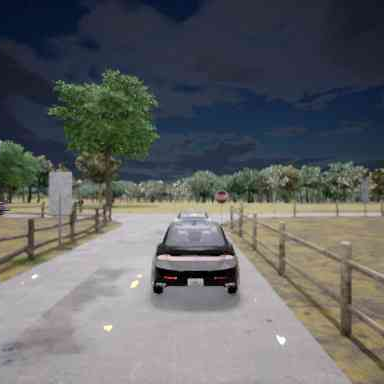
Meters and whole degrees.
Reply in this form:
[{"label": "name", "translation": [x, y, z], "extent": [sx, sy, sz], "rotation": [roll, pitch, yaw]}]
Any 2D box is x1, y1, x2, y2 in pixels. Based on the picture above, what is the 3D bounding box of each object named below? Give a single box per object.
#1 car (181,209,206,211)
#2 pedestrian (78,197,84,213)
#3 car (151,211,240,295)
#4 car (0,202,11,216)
[{"label": "car", "translation": [0.084, 1.596, 18.265], "extent": [1.895, 1.301, 4.718], "rotation": [0, 0, 1]}, {"label": "pedestrian", "translation": [-12.218, 1.410, 36.537], "extent": [0.375, 1.860, 0.375], "rotation": [0, -1, 0]}, {"label": "car", "translation": [0.071, 1.478, 8.673], "extent": [2.128, 1.511, 4.902], "rotation": [0, 0, 0]}, {"label": "car", "translation": [-19.767, 1.216, 30.541], "extent": [5.566, 2.045, 2.150], "rotation": [0, -1, 0]}]
